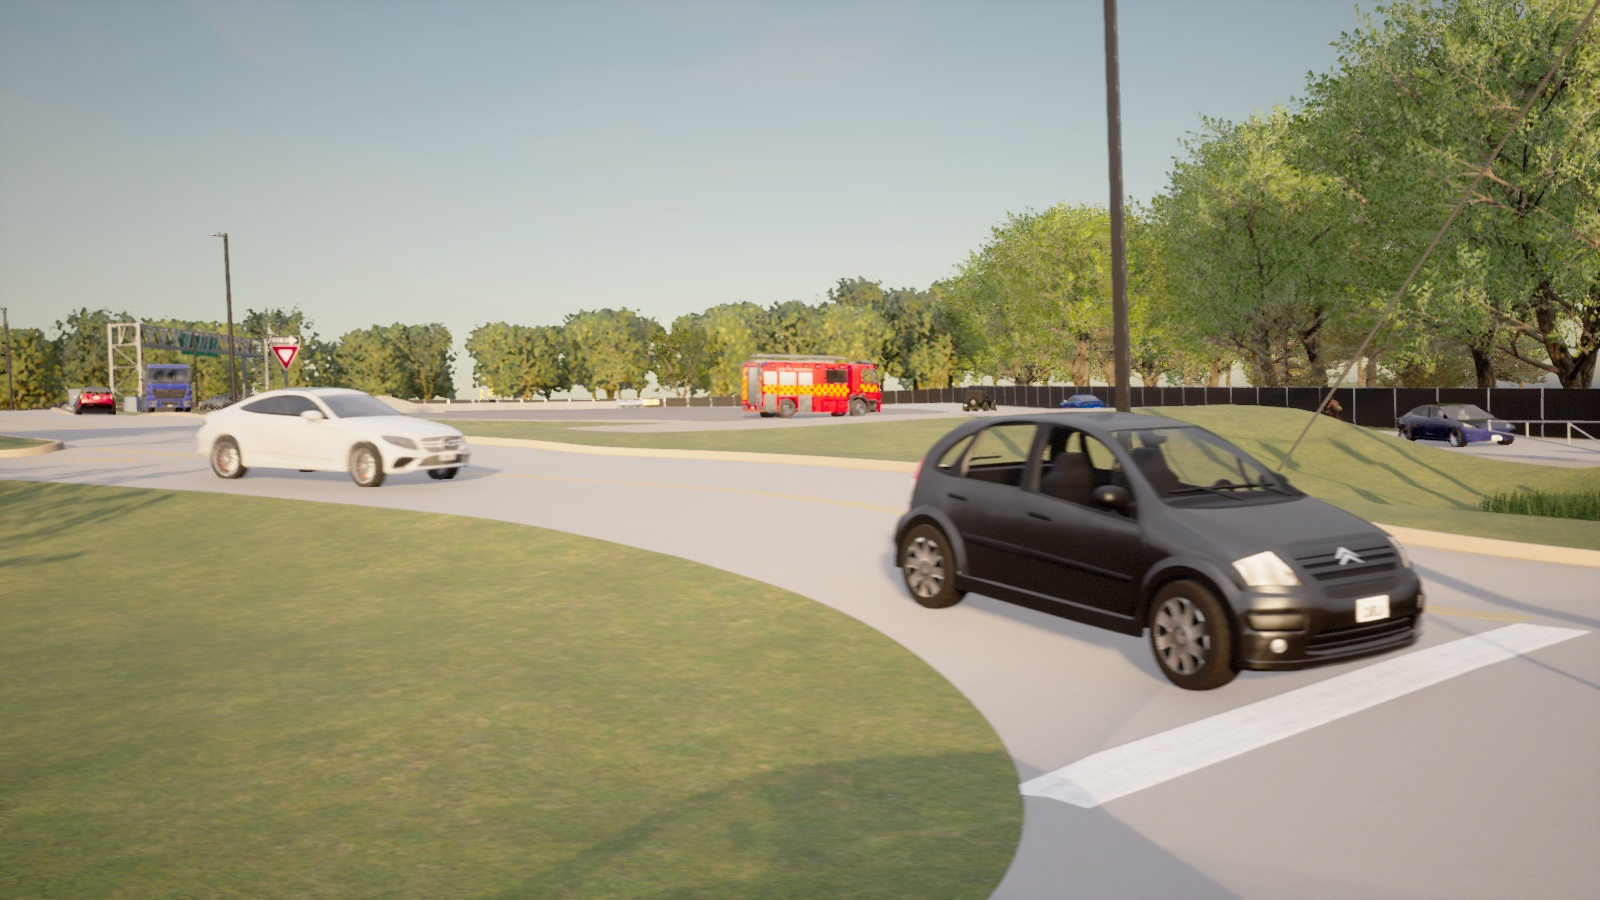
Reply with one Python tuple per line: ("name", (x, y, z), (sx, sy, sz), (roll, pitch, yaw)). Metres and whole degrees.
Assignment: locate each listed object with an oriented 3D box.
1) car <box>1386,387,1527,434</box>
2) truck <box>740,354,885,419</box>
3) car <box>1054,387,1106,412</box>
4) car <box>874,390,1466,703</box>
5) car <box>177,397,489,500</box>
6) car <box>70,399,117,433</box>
("car", (23.287, -1.418, 44.778), (2.163, 1.488, 4.792), (-4, 2, -5))
("truck", (0.815, -3.876, 76.964), (8.468, 3.827, 2.891), (-2, 3, -29))
("car", (19.544, -3.547, 87.732), (1.882, 1.535, 5.008), (-4, 4, -7))
("car", (2.458, 0.455, 9.342), (1.851, 1.617, 3.988), (-4, 6, -31))
("car", (-7.390, -0.094, 19.851), (4.674, 1.442, 1.812), (1, 4, 25))
("car", (-37.452, -1.776, 66.552), (2.007, 1.525, 4.514), (-1, -2, -31))
